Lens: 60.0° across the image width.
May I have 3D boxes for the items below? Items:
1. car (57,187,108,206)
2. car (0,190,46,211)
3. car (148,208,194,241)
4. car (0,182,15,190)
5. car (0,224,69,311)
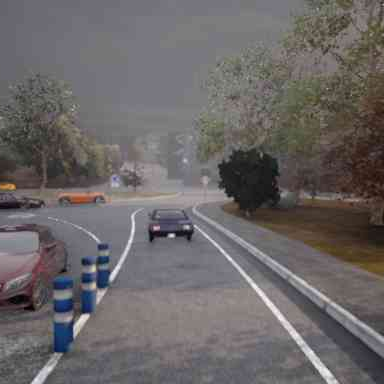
[{"bbox_3d":[-10.441,0.346,31.864,4.553,1.767,2.097,-1,3,-19],"label":"car"},{"bbox_3d":[-15.043,0.792,27.297,5.357,1.411,2.033,0,3,-5],"label":"car"},{"bbox_3d":[-1.131,1.394,15.614,1.895,1.301,4.718,0,2,-8],"label":"car"},{"bbox_3d":[-33.041,-0.935,56.986,1.882,1.535,5.008,2,3,29],"label":"car"},{"bbox_3d":[-4.078,1.519,7.717,1.812,1.442,4.674,0,1,-11],"label":"car"}]
